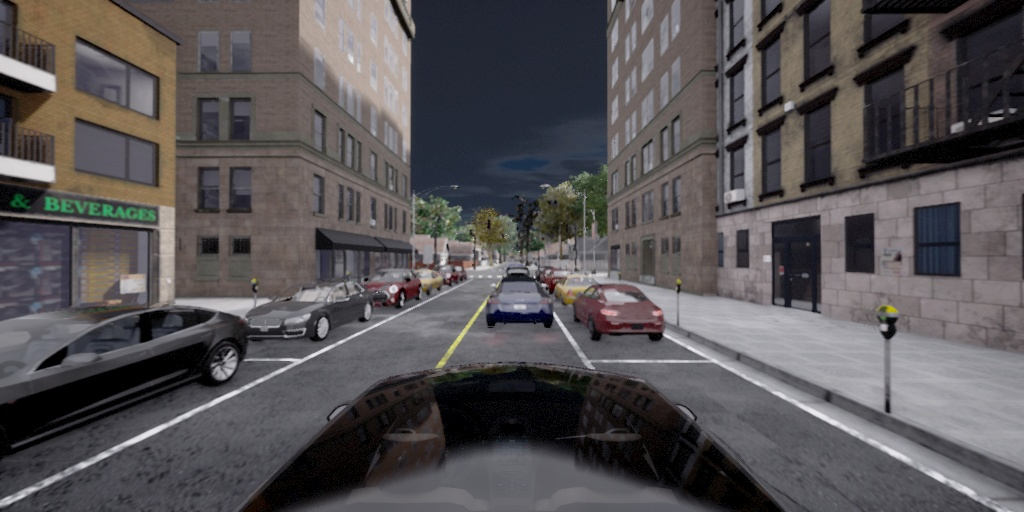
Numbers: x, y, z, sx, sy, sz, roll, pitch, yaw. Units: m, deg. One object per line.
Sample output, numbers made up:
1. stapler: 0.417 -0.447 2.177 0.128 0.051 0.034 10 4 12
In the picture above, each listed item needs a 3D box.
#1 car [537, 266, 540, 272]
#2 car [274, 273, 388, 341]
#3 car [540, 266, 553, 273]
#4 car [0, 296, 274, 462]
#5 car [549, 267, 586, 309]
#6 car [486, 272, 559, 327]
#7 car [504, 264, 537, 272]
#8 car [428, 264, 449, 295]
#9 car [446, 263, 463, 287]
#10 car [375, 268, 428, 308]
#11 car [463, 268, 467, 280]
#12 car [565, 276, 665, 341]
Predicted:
1. car: 2.934 1.511 26.346 1.802 1.307 4.207 0 0 1
2. car: -5.300 1.356 9.891 2.007 1.370 4.403 0 0 1
3. car: 2.864 1.433 20.828 1.888 1.381 4.507 0 0 1
4. car: -5.369 1.333 4.373 1.948 1.339 4.313 0 0 1
5. car: 2.797 1.372 15.481 1.751 1.417 4.829 0 0 1
6. car: 0.218 1.384 11.792 1.994 1.385 4.181 0 -1 0
7. car: 0.337 1.399 21.776 1.837 1.490 4.892 0 0 1
8. car: -5.163 1.412 20.757 1.751 1.417 4.829 0 0 1
9. car: -5.091 1.368 26.445 1.967 1.591 4.097 0 0 1
10. car: -5.230 1.285 15.409 1.967 1.591 4.097 0 0 1
11. car: -5.021 1.551 31.963 1.802 1.307 4.207 0 0 1
12. car: 2.725 1.389 9.793 1.802 1.307 4.207 0 0 1
